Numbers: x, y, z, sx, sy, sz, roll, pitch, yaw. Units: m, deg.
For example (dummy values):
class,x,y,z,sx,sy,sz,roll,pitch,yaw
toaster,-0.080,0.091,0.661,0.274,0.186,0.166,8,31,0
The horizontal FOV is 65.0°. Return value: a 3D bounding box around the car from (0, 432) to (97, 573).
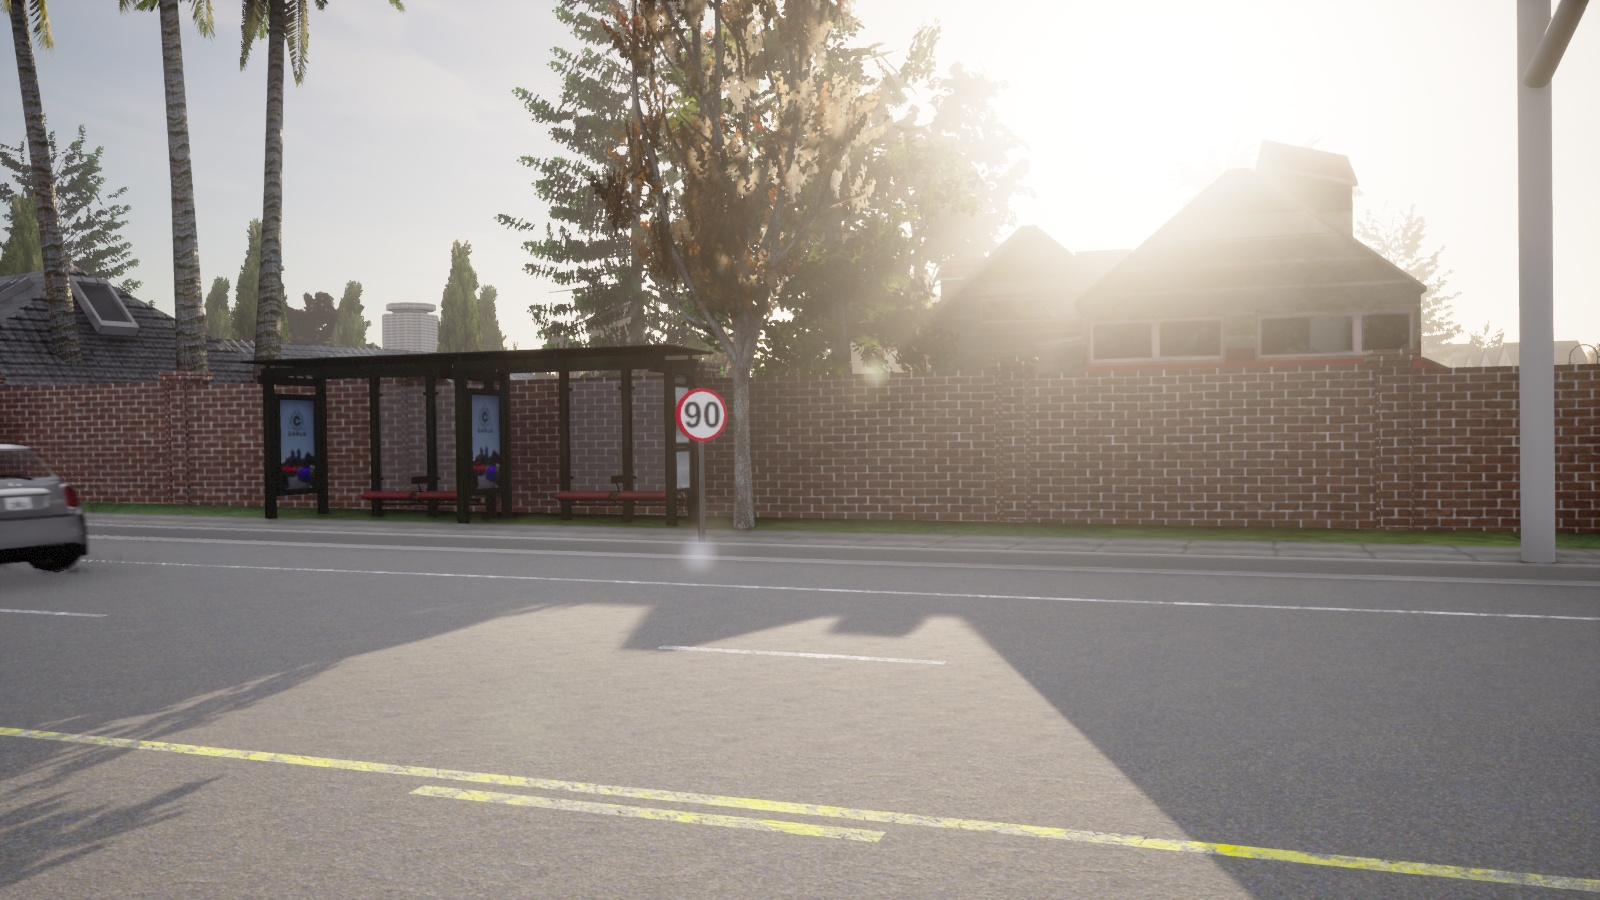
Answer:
class,x,y,z,sx,sy,sz,roll,pitch,yaw
car,-10.131,0.530,13.986,3.806,1.475,1.970,1,1,19
